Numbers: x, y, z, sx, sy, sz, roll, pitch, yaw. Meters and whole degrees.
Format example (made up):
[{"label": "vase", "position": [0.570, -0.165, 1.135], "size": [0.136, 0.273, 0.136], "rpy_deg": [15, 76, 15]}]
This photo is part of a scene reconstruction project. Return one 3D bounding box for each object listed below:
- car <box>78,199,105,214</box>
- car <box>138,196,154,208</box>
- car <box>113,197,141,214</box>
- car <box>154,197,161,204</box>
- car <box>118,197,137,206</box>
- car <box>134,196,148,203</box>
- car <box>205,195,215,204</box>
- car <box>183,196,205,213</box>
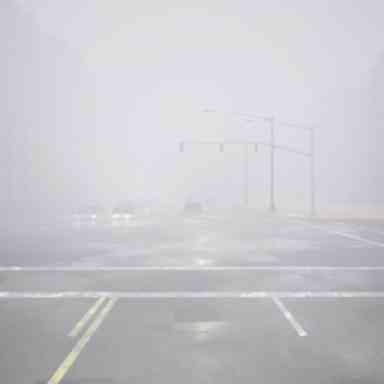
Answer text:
[{"label": "car", "position": [-10.611, 1.533, 35.588], "size": [1.812, 1.442, 4.674], "rpy_deg": [0, 0, 0]}, {"label": "car", "position": [-7.105, 1.537, 48.469], "size": [1.812, 1.442, 4.674], "rpy_deg": [0, 1, 0]}, {"label": "car", "position": [-7.111, 1.571, 35.558], "size": [1.994, 1.385, 4.181], "rpy_deg": [0, 0, 0]}, {"label": "car", "position": [-7.070, 1.576, 63.422], "size": [1.994, 1.385, 4.181], "rpy_deg": [0, 0, 1]}, {"label": "car", "position": [-10.562, 1.559, 54.650], "size": [2.033, 1.411, 5.357], "rpy_deg": [0, 0, 1]}, {"label": "car", "position": [-10.534, 1.535, 68.660], "size": [2.033, 1.411, 5.357], "rpy_deg": [0, 0, 0]}, {"label": "car", "position": [3.467, 1.518, 64.865], "size": [1.837, 1.490, 4.892], "rpy_deg": [0, 0, 0]}, {"label": "car", "position": [0.081, 1.499, 37.124], "size": [2.128, 1.511, 4.902], "rpy_deg": [0, 0, 0]}]
